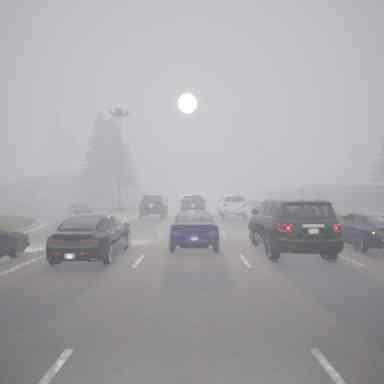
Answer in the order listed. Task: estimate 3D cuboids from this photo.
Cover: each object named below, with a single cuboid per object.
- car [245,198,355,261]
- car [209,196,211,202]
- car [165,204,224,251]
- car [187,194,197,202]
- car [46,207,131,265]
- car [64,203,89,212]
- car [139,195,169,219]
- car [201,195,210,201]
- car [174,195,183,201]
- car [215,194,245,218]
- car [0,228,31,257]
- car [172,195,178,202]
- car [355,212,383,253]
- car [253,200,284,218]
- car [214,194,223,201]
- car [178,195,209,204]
[{"bbox_3d":[3.585,1.243,12.439,2.150,2.045,5.566,0,0,0],"label":"car"},{"bbox_3d":[3.491,1.652,77.812,2.033,1.411,5.357,0,0,0],"label":"car"},{"bbox_3d":[0.092,1.500,14.168,1.882,1.535,5.008,0,0,0],"label":"car"},{"bbox_3d":[-0.009,1.451,78.615,2.097,1.767,4.553,0,0,0],"label":"car"},{"bbox_3d":[-3.413,1.526,11.721,1.837,1.490,4.892,0,0,0],"label":"car"},{"bbox_3d":[-8.833,1.589,25.965,2.033,1.411,5.357,0,0,-23],"label":"car"},{"bbox_3d":[-3.409,1.270,30.280,2.150,2.045,5.566,0,0,0],"label":"car"},{"bbox_3d":[3.490,1.569,88.237,2.033,1.411,5.357,0,0,0],"label":"car"},{"bbox_3d":[-3.510,1.569,88.236,2.033,1.411,5.357,0,0,0],"label":"car"},{"bbox_3d":[3.590,1.270,30.330,2.150,2.045,5.566,0,0,0],"label":"car"},{"bbox_3d":[-6.920,1.563,9.918,2.033,1.411,5.357,0,0,0],"label":"car"},{"bbox_3d":[-3.509,1.451,78.615,2.097,1.767,4.553,0,0,0],"label":"car"},{"bbox_3d":[7.091,1.547,13.613,1.812,1.442,4.674,0,0,0],"label":"car"},{"bbox_3d":[7.090,1.556,31.415,1.837,1.490,4.892,0,0,0],"label":"car"},{"bbox_3d":[6.990,1.411,89.040,2.097,1.767,4.553,0,0,0],"label":"car"},{"bbox_3d":[0.091,1.270,30.332,2.150,2.045,5.566,0,0,0],"label":"car"}]
